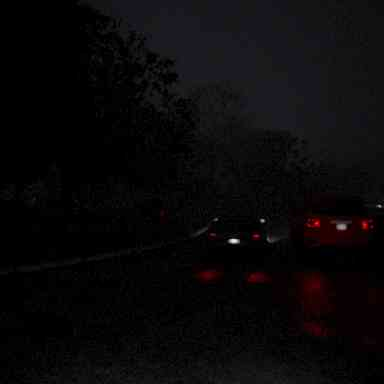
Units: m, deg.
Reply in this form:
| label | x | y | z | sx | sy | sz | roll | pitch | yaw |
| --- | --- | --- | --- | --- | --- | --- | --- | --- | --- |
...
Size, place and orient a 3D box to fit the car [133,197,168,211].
| label | x | y | z | sx | sy | sz | roll | pitch | yaw |
| --- | --- | --- | --- | --- | --- | --- | --- | --- | --- |
| car | -4.639 | 1.316 | 37.030 | 4.674 | 1.442 | 1.812 | 0 | 0 | 41 |

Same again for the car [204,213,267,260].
| label | x | y | z | sx | sy | sz | roll | pitch | yaw |
| --- | --- | --- | --- | --- | --- | --- | --- | --- | --- |
| car | 1.670 | 1.450 | 12.015 | 1.994 | 1.385 | 4.181 | 0 | 0 | 11 |

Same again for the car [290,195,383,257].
| label | x | y | z | sx | sy | sz | roll | pitch | yaw |
| --- | --- | --- | --- | --- | --- | --- | --- | --- | --- |
| car | 5.053 | 1.116 | 12.646 | 2.150 | 2.045 | 5.566 | 0 | 1 | 12 |

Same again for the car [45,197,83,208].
| label | x | y | z | sx | sy | sz | roll | pitch | yaw |
| --- | --- | --- | --- | --- | --- | --- | --- | --- | --- |
| car | -15.771 | 1.277 | 41.155 | 4.674 | 1.442 | 1.812 | 0 | 0 | 13 |

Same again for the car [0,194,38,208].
| label | x | y | z | sx | sy | sz | roll | pitch | yaw |
| --- | --- | --- | --- | --- | --- | --- | --- | --- | --- |
| car | -22.659 | 1.080 | 43.296 | 4.553 | 1.767 | 2.097 | 0 | 0 | -15 |
